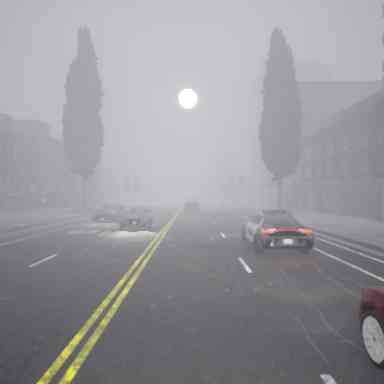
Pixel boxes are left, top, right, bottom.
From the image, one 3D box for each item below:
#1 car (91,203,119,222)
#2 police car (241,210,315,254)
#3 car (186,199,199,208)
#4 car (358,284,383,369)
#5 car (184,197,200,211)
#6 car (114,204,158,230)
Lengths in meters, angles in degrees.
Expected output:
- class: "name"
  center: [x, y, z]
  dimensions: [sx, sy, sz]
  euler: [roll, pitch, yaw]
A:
- class: "car"
  center: [-6.566, 1.634, 27.132]
  dimensions: [2.033, 1.411, 5.357]
  euler: [0, 0, 0]
- class: "police car"
  center: [3.253, 1.512, 13.675]
  dimensions: [2.038, 1.542, 4.974]
  euler: [0, 0, 0]
- class: "car"
  center: [0.113, 1.936, 55.366]
  dimensions: [2.033, 1.411, 5.357]
  euler: [0, -1, 0]
- class: "car"
  center: [3.251, 1.473, 2.670]
  dimensions: [1.882, 1.535, 5.008]
  euler: [0, 0, 0]
- class: "car"
  center: [0.004, 1.711, 43.908]
  dimensions: [1.882, 1.535, 5.008]
  euler: [0, -2, 0]
- class: "car"
  center: [-3.334, 1.608, 21.198]
  dimensions: [1.994, 1.385, 4.181]
  euler: [0, 0, 0]
